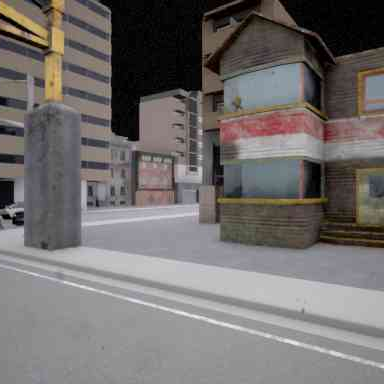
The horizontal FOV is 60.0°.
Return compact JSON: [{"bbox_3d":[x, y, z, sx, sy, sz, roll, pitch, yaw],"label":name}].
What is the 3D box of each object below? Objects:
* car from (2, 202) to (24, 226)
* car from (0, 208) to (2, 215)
[{"bbox_3d":[-10.111,1.453,23.009,2.038,1.542,4.974,0,0,15],"label":"car"},{"bbox_3d":[-13.269,1.295,25.708,4.536,1.218,1.853,0,0,-30],"label":"car"}]
